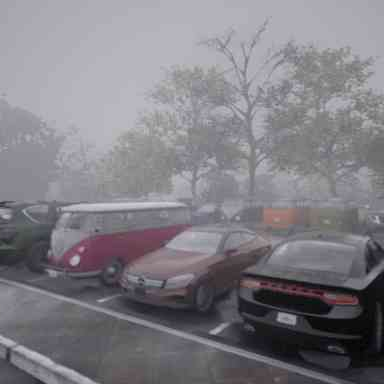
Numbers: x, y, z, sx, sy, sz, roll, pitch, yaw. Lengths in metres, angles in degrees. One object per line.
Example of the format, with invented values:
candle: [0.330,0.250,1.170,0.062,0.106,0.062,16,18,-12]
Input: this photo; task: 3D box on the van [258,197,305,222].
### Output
van: [5.950,1.294,20.205,1.878,1.987,4.442,0,0,36]

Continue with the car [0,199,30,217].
car: [-23.360,2.005,41.084,2.435,2.045,5.566,-2,-1,36]

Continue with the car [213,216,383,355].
car: [2.662,1.490,6.323,2.097,1.535,5.008,0,0,36]

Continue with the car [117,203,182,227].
car: [-3.214,1.698,26.398,1.946,1.575,5.366,-2,-1,36]

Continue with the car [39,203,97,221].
car: [-12.220,1.947,33.067,2.097,1.535,5.008,-2,-1,36]

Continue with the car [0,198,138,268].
car: [-4.091,1.288,11.200,2.435,2.045,5.566,0,0,36]

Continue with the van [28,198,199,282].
van: [-1.918,1.297,9.465,1.878,1.987,4.442,0,0,36]

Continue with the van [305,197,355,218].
van: [8.101,1.279,18.666,1.878,1.987,4.442,0,0,36]

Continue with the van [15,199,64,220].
van: [-16.555,1.840,36.321,1.878,1.987,4.442,-2,-1,36]

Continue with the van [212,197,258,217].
van: [3.454,1.311,21.706,1.878,1.987,4.442,-1,-1,36]

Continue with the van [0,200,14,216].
van: [-25.657,2.111,42.840,1.878,1.987,4.442,-2,-1,36]

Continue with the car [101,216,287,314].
car: [0.410,1.546,7.945,2.002,1.452,4.674,0,0,36]

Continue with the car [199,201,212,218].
car: [1.398,1.579,23.328,2.097,1.535,5.008,-2,-1,36]

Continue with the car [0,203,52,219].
car: [-18.875,2.128,37.830,2.231,1.521,4.892,-2,-1,36]

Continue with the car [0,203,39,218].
car: [-21.228,2.186,39.296,1.946,1.575,5.366,-2,-1,36]

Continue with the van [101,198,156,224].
van: [-5.295,1.536,28.259,1.878,1.987,4.442,-2,-1,36]

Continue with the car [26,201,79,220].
car: [-14.388,1.880,34.587,2.185,1.767,4.553,-2,-1,36]

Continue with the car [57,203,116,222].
car: [-9.866,1.883,31.381,2.097,1.535,5.008,-2,-1,36]

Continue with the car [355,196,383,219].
car: [10.269,1.237,16.935,2.435,2.045,5.566,0,0,36]

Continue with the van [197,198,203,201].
van: [-0.929,1.414,24.844,1.878,1.987,4.442,-2,-1,36]
